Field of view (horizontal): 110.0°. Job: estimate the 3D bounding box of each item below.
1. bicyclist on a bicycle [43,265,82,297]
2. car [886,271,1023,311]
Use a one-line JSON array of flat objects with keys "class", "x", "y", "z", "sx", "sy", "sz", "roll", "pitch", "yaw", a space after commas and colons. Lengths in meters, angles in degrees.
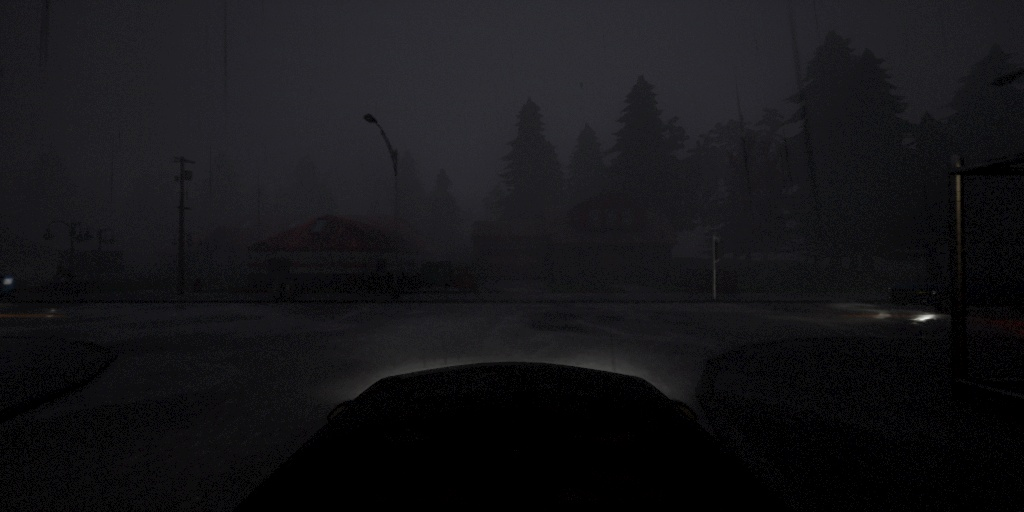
[{"class": "bicyclist on a bicycle", "x": -23.985, "y": 1.330, "z": 19.162, "sx": 0.582, "sy": 1.620, "sz": 1.656, "roll": 0, "pitch": 0, "yaw": 0}, {"class": "car", "x": 18.722, "y": 1.403, "z": 14.990, "sx": 5.008, "sy": 1.535, "sz": 1.882, "roll": 0, "pitch": -1, "yaw": 0}]
